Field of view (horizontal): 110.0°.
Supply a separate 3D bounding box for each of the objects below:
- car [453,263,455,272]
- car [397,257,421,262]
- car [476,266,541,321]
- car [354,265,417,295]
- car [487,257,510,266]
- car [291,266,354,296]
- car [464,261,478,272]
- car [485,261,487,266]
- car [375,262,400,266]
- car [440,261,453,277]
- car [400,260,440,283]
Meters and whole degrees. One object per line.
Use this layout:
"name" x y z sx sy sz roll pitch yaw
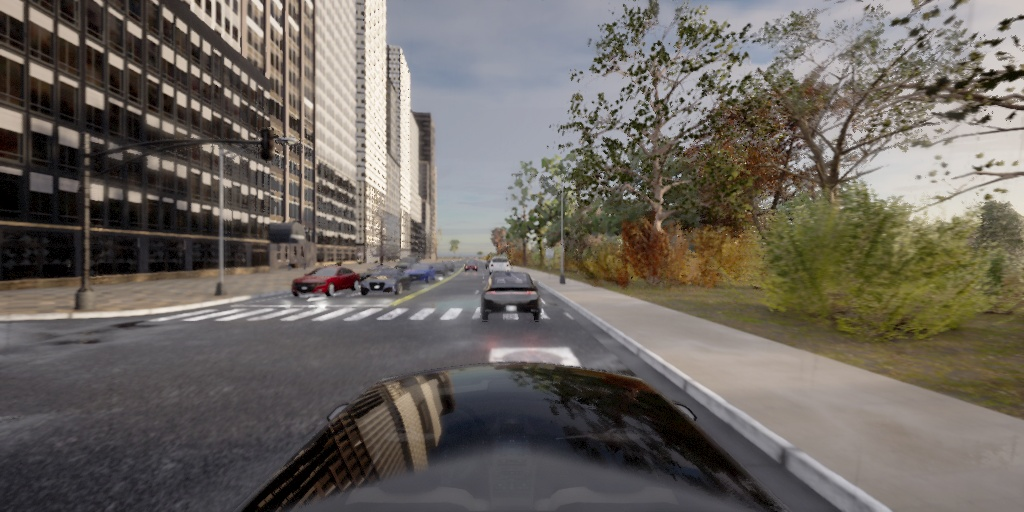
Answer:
"car" -8.873 1.443 49.292 2.128 1.511 4.902 0 0 -5
"car" -11.269 1.140 39.541 2.150 2.045 5.566 0 0 -5
"car" -0.067 1.290 12.632 2.128 1.511 4.902 0 0 -1
"car" -7.008 1.403 20.357 1.994 1.385 4.181 0 0 -3
"car" -1.417 1.128 39.579 2.150 2.045 5.566 0 0 -4
"car" -10.239 1.319 20.113 1.882 1.535 5.008 0 0 -1
"car" -5.720 1.553 50.456 1.895 1.301 4.718 0 0 -6
"car" -3.777 1.487 63.177 2.128 1.511 4.902 0 0 -6
"car" -10.644 1.442 29.093 1.994 1.385 4.181 0 0 -3
"car" -7.988 1.461 39.272 2.033 1.411 5.357 0 0 -4
"car" -7.406 1.353 29.326 1.882 1.535 5.008 0 0 -3
